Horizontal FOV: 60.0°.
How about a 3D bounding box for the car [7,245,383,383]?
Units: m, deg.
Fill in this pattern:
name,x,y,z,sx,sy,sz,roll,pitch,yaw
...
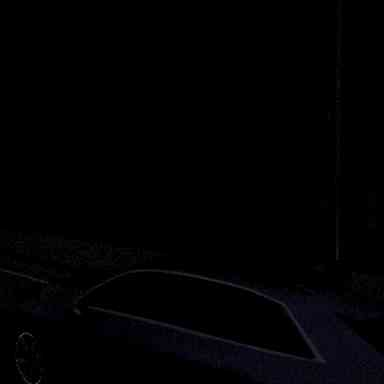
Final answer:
name,x,y,z,sx,sy,sz,roll,pitch,yaw
car,-0.028,1.417,3.578,4.856,1.649,2.033,1,0,35
